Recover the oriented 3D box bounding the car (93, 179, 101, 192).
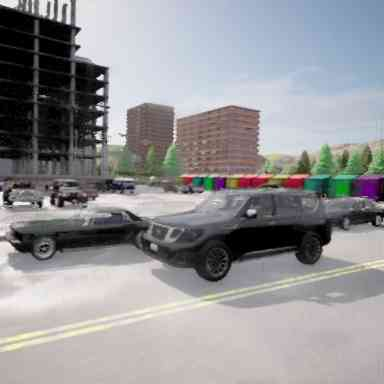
[{"bbox_3d":[-17.573,-1.179,56.872,1.784,1.438,3.905,0,3,-34],"label":"car"}]

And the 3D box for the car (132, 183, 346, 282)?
[{"bbox_3d":[1.469,0.913,9.086,5.566,2.045,2.150,0,2,-33],"label":"car"}]

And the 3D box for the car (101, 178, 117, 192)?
[{"bbox_3d":[-15.373,-1.388,58.409,1.932,1.855,4.605,0,3,-34],"label":"car"}]

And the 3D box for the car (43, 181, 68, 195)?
[{"bbox_3d":[-16.300,-0.483,39.523,1.970,1.475,3.806,0,3,-34],"label":"car"}]

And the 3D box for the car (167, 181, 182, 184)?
[{"bbox_3d":[-2.347,-0.709,49.054,1.932,1.855,4.605,0,3,-34],"label":"car"}]

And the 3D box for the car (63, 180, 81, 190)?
[{"bbox_3d":[-19.973,-1.151,55.252,1.970,1.475,3.806,0,3,-34],"label":"car"}]

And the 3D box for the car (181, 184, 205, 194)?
[{"bbox_3d":[0.083,-0.492,50.631,1.784,1.438,3.905,0,3,-34],"label":"car"}]

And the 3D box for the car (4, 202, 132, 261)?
[{"bbox_3d":[-3.073,1.129,10.314,4.718,1.301,1.895,0,2,-34],"label":"car"}]

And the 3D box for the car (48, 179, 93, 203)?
[{"bbox_3d":[-8.761,0.055,23.543,1.905,1.878,3.866,0,3,-34],"label":"car"}]

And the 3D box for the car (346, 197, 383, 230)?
[{"bbox_3d":[8.231,1.062,17.605,4.892,1.490,1.837,0,3,-33],"label":"car"}]

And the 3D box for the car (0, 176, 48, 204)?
[{"bbox_3d":[-11.189,0.046,21.967,1.932,1.855,4.605,0,3,-34],"label":"car"}]

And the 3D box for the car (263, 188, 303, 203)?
[{"bbox_3d":[9.872,0.320,36.188,1.970,1.475,3.806,0,3,-34],"label":"car"}]
